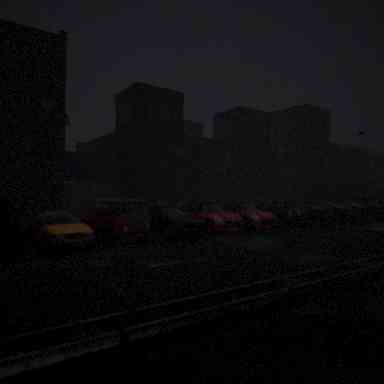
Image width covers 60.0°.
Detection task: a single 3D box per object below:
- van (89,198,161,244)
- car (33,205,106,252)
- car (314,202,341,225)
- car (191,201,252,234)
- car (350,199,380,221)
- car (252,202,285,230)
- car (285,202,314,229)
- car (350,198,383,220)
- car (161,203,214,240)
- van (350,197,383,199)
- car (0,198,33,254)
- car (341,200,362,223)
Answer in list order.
[{"bbox_3d":[-3.512,1.271,15.911,1.878,1.987,4.442,0,0,-36],"label":"van"},{"bbox_3d":[-5.717,1.484,14.252,1.946,1.575,5.366,0,0,-36],"label":"car"},{"bbox_3d":[7.641,1.557,24.012,2.231,1.521,4.892,0,0,-36],"label":"car"},{"bbox_3d":[0.889,1.391,19.236,2.185,1.767,4.553,0,0,-36],"label":"car"},{"bbox_3d":[12.129,1.588,27.217,2.231,1.521,4.892,0,0,-36],"label":"car"},{"bbox_3d":[3.133,1.404,20.838,2.185,1.767,4.553,0,0,-36],"label":"car"},{"bbox_3d":[5.413,1.416,22.390,2.185,1.767,4.553,0,0,-36],"label":"car"},{"bbox_3d":[14.372,1.605,28.819,2.231,1.521,4.892,0,0,-36],"label":"car"},{"bbox_3d":[-1.340,1.507,17.613,2.097,1.535,5.008,0,0,-36],"label":"car"},{"bbox_3d":[16.782,1.398,30.403,1.878,1.987,4.442,0,0,-35],"label":"van"},{"bbox_3d":[-8.084,1.227,12.824,2.435,2.045,5.566,0,0,-36],"label":"car"},{"bbox_3d":[9.885,1.572,25.615,2.231,1.521,4.892,0,0,-36],"label":"car"}]
